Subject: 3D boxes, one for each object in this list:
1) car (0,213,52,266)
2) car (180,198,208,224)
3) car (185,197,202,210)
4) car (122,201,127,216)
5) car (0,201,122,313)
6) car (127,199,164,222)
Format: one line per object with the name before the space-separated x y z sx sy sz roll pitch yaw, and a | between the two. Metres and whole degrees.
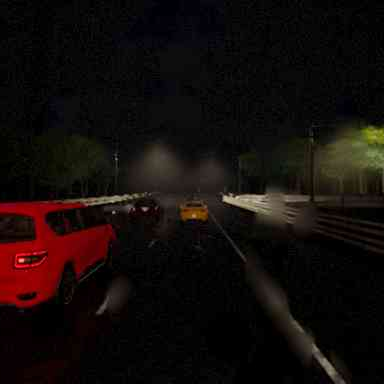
car | -6.884 1.567 11.916 1.994 1.385 4.181 0 0 0
car | 0.133 1.417 24.580 1.882 1.535 5.008 0 0 0
car | 0.155 1.418 41.442 1.994 1.385 4.181 0 0 0
car | -6.859 1.508 31.406 1.895 1.301 4.718 0 0 0
car | -3.390 1.240 7.816 2.150 2.045 5.566 0 0 0
car | -3.367 1.285 25.966 2.097 1.767 4.553 0 0 0
